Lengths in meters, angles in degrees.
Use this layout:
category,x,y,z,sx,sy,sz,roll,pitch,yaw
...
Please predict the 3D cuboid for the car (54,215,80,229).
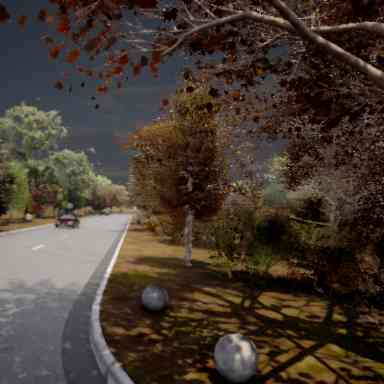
category,x,y,z,sx,sy,sz,roll,pitch,yaw
car,-12.979,3.092,34.821,1.994,1.385,4.181,3,-3,-9
